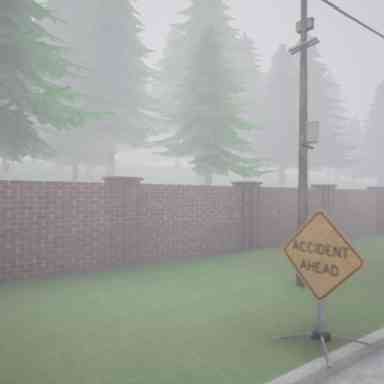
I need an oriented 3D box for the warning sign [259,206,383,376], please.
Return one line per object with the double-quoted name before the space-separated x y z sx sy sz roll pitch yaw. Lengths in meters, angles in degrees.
"warning sign" 1.785 1.153 4.590 1.060 1.860 1.300 1 0 -35
